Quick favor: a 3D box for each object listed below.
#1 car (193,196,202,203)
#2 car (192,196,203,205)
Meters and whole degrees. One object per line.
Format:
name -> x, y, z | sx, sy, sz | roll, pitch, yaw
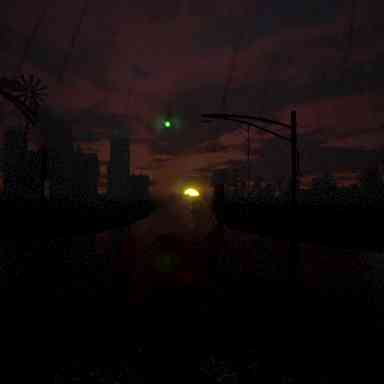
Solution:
car -> 1.164, 1.546, 68.875 | 1.837, 1.490, 4.892 | 0, 0, 1
car -> 0.982, 1.578, 58.455 | 2.033, 1.411, 5.357 | 0, 0, 1
